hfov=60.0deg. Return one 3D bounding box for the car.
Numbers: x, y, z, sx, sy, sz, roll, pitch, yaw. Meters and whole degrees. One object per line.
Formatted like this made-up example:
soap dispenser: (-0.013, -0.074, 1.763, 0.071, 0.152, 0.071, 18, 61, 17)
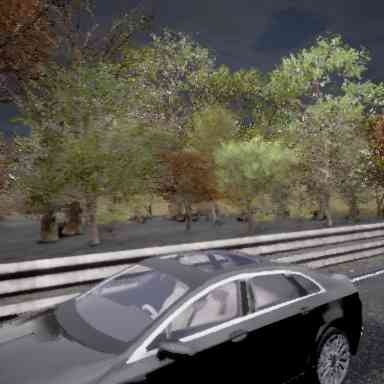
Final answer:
car: (-0.065, 1.492, 3.637, 4.902, 1.511, 2.128, 0, 0, -35)
